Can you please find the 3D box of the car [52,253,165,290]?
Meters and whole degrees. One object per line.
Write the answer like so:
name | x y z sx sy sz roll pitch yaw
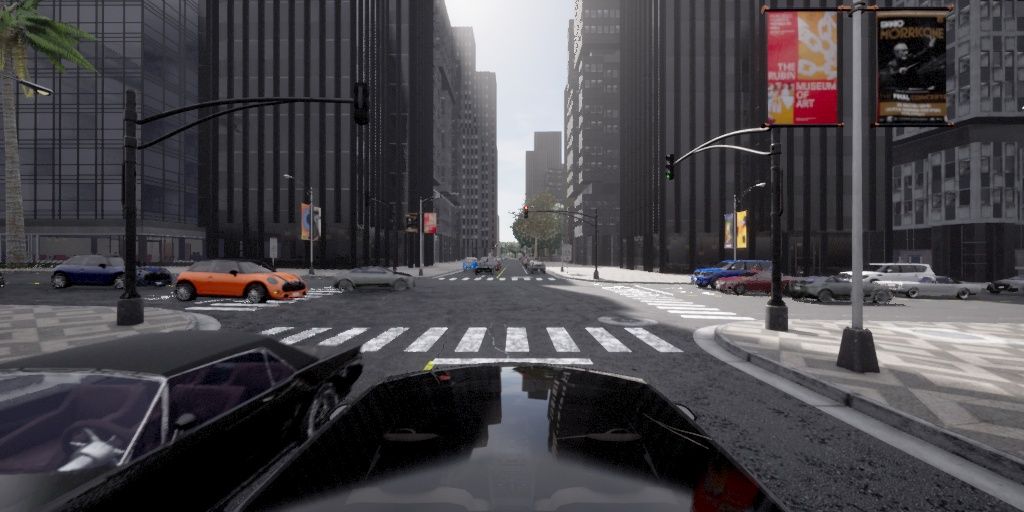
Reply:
car | -20.321 0.766 18.395 4.553 1.767 2.097 1 0 0

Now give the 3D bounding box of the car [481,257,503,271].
car | -2.789 1.113 49.270 2.097 1.767 4.553 0 0 1

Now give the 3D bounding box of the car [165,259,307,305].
car | -10.899 0.926 14.636 4.553 1.767 2.097 1 0 6

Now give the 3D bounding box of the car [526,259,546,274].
car | 2.988 1.308 41.771 2.007 1.370 4.403 0 0 1

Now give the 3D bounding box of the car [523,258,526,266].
car | 3.097 1.312 52.796 2.007 1.370 4.403 0 0 1

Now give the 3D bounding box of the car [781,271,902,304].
car | 16.547 1.642 18.245 4.181 1.385 1.994 1 0 0

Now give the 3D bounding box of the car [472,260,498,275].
car | -2.896 1.358 38.986 1.895 1.301 4.718 0 0 1

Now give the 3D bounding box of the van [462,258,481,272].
van | -5.482 1.101 47.366 1.690 1.789 3.998 0 0 1

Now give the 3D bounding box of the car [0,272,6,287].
car | -24.696 0.822 15.160 4.902 1.511 2.128 1 0 0

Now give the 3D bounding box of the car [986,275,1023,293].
car | 35.928 2.021 24.853 4.181 1.385 1.994 1 0 0

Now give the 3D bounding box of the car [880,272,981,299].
car | 24.824 1.841 21.660 4.718 1.301 1.895 1 0 0

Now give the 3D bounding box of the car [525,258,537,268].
car | 3.044 1.285 47.453 1.751 1.417 4.829 0 0 1

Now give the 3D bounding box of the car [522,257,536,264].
car | 3.152 1.079 58.309 2.192 1.841 5.009 0 0 1

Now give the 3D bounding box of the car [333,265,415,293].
car | -7.478 1.218 19.624 4.181 1.385 1.994 1 1 -19

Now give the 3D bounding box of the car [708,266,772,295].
car | 14.844 1.579 21.701 4.674 1.442 1.812 1 0 0

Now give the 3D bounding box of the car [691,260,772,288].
car | 15.530 1.294 24.943 5.566 2.045 2.150 1 0 0

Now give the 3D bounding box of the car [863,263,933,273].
car | 25.887 1.488 24.904 5.566 2.045 2.150 1 0 0

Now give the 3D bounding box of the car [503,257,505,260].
car | -2.682 1.270 59.519 1.837 1.490 4.892 0 0 1

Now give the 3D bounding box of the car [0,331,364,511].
car | -2.915 1.351 2.461 1.895 1.301 4.718 0 0 1
